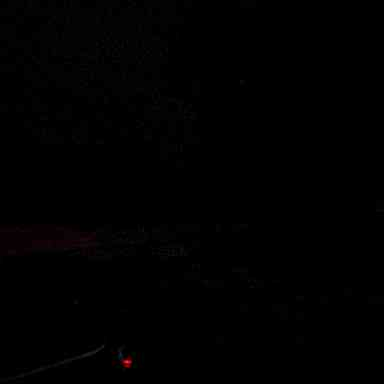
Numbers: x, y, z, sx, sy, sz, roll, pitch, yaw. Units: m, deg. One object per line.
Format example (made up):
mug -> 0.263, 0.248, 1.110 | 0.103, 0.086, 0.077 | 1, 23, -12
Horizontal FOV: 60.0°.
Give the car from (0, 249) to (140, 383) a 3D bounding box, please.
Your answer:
car -> -2.578, 1.343, 1.882 | 4.553, 1.767, 2.097 | 0, 0, -34
